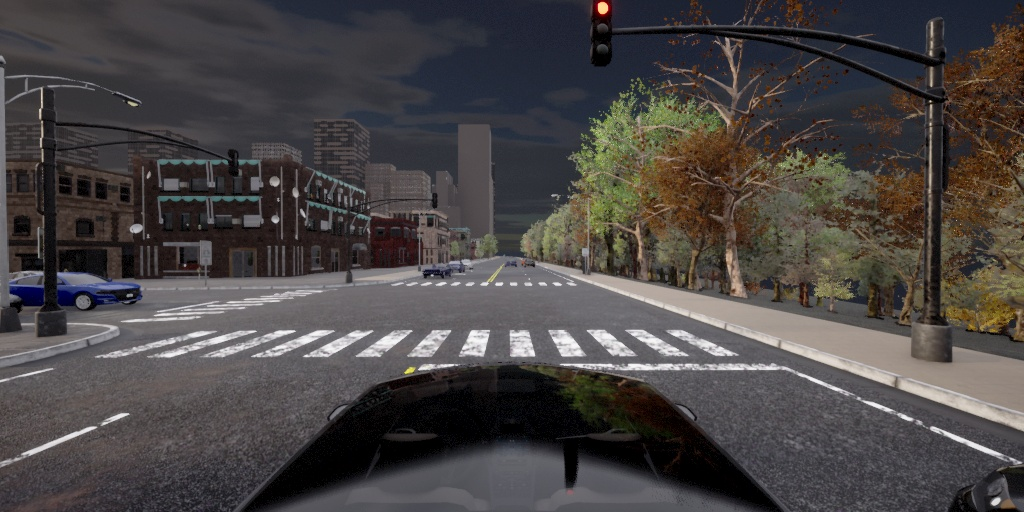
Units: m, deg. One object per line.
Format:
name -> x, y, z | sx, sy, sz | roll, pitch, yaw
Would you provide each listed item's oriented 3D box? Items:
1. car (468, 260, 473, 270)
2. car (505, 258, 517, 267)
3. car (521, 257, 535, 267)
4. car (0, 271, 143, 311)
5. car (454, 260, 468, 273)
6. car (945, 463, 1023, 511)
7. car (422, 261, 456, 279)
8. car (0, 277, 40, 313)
car -> -6.825, 1.257, 53.313 | 1.812, 1.442, 4.674 | 0, 0, 0
car -> -0.203, 1.078, 63.995 | 2.097, 1.767, 4.553 | 0, 0, 0
car -> 3.052, 1.231, 63.211 | 1.837, 1.490, 4.892 | 0, 0, 0
car -> -18.751, 1.435, 15.209 | 5.008, 1.535, 1.882 | -1, 1, -1
car -> -6.786, 1.261, 43.044 | 1.812, 1.442, 4.674 | 0, 0, 0
car -> 3.363, 1.314, 0.173 | 1.994, 1.385, 4.181 | 0, 0, -1
car -> -6.741, 1.341, 32.873 | 1.895, 1.301, 4.718 | 0, 0, 2
car -> -19.998, 1.565, 12.493 | 4.313, 1.339, 1.948 | 0, 0, 0
